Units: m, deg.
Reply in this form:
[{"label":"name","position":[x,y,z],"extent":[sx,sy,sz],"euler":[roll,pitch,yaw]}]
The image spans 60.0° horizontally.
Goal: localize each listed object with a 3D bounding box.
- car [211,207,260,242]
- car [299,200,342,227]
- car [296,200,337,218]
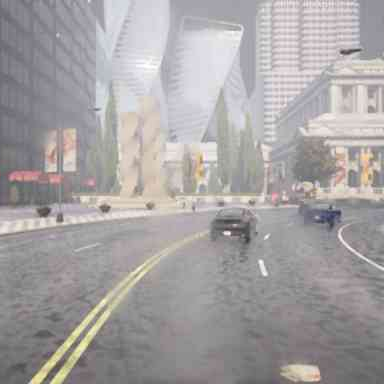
[{"label":"car","position":[2.249,1.543,16.788],"extent":[1.837,1.490,4.892],"euler":[-1,0,17]},{"label":"car","position":[9.475,1.534,23.844],"extent":[1.882,1.535,5.008],"euler":[0,0,32]},{"label":"car","position":[12.159,1.580,32.297],"extent":[4.892,1.490,1.837],"euler":[1,-1,-44]}]
